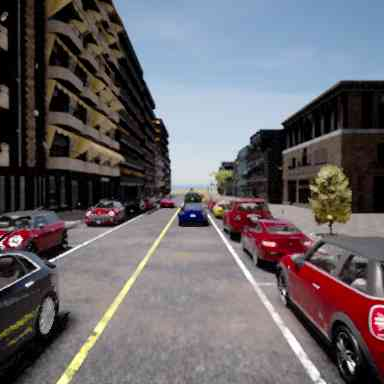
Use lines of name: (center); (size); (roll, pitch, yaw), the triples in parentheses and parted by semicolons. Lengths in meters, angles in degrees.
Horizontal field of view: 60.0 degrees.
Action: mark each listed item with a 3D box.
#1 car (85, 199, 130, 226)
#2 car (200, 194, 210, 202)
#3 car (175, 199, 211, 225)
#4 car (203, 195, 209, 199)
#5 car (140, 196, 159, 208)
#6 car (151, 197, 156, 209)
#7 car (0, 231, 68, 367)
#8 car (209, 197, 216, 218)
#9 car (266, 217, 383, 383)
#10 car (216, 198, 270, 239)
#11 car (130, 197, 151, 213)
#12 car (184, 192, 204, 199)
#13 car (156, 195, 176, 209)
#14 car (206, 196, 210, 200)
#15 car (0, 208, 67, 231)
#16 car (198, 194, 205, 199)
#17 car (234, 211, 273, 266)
car: (-5.724, 1.335, 22.394); (1.967, 1.590, 4.097); (-1, 0, 0)
car: (2.628, 1.238, 67.792); (1.887, 1.381, 4.507); (-1, 0, 0)
car: (0.068, 1.457, 22.963); (1.994, 1.385, 4.181); (0, 0, 0)
car: (2.650, 1.400, 39.406); (1.802, 1.307, 4.206); (-1, 0, 0)
car: (-5.735, 1.343, 45.105); (2.008, 1.369, 4.403); (-1, 0, 0)
car: (-5.731, 1.362, 39.427); (1.887, 1.381, 4.507); (-1, 0, 0)
car: (-3.096, 1.489, 3.655); (1.837, 1.490, 4.892); (0, 0, 0)
car: (2.658, 1.394, 28.221); (1.752, 1.417, 4.829); (-1, 0, 0)
car: (2.696, 1.415, 5.342); (1.967, 1.590, 4.097); (-1, 0, 0)
car: (2.665, 1.237, 16.695); (2.192, 1.841, 5.009); (-1, 0, 0)
car: (-5.726, 1.409, 33.750); (1.947, 1.339, 4.313); (-1, 0, 0)
car: (0.065, 1.015, 44.797); (2.150, 2.045, 5.566); (0, 0, 0)
car: (-3.119, 1.403, 42.847); (1.895, 1.301, 4.718); (0, 0, 0)
car: (2.655, 1.425, 33.728); (1.802, 1.307, 4.206); (-1, 0, 0)
car: (-5.694, 1.388, 11.039); (1.967, 1.590, 4.097); (-1, 0, 0)
car: (2.611, 1.178, 90.502); (1.802, 1.307, 4.206); (-1, 0, 0)
car: (2.672, 1.530, 11.019); (1.802, 1.307, 4.206); (-1, 0, 0)
